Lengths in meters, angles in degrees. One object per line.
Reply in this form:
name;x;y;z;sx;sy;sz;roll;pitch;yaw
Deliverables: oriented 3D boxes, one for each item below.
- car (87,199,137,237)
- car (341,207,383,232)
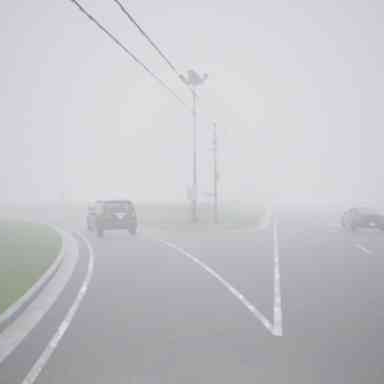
car;-4.961;1.470;20.227;2.150;2.045;5.566;0;-1;-25
car;10.772;1.666;21.051;1.812;1.442;4.674;-1;-1;14
